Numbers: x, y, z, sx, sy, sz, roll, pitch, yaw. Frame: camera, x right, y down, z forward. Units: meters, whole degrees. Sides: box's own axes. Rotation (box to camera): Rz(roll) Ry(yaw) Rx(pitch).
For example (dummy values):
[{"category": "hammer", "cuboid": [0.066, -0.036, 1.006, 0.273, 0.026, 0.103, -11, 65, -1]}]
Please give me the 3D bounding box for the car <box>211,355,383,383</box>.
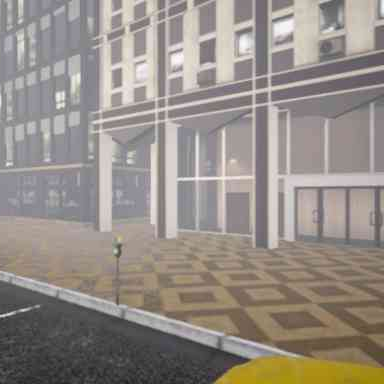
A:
[{"category": "car", "cuboid": [2.023, 1.524, 1.427, 4.829, 1.417, 1.752, 0, 0, 36]}]
